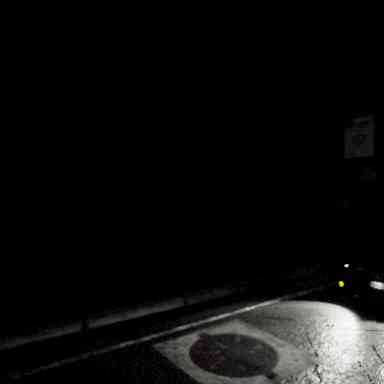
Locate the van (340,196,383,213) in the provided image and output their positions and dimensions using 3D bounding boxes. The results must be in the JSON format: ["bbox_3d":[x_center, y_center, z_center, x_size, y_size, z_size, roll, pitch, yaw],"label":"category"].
[{"bbox_3d":[20.602,1.476,40.381,1.878,1.987,4.442,2,-1,-35],"label":"van"}]

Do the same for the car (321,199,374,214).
[{"bbox_3d":[18.138,1.620,39.019,1.946,1.575,5.366,2,-1,-35],"label":"car"}]

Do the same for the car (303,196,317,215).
[{"bbox_3d":[9.118,1.385,32.432,2.231,1.521,4.892,1,-1,-35],"label":"car"}]

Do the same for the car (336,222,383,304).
[{"bbox_3d":[4.985,1.494,7.140,4.181,1.385,1.994,0,0,-35],"label":"car"}]

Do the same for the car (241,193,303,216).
[{"bbox_3d":[6.958,1.092,30.871,2.435,2.045,5.566,1,-1,-35],"label":"car"}]

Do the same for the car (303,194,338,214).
[{"bbox_3d":[11.412,1.179,34.031,2.435,2.045,5.566,1,-1,-35],"label":"car"}]

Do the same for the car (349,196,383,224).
[{"bbox_3d":[12.252,1.206,19.658,2.185,1.767,4.553,1,-1,-35],"label":"car"}]

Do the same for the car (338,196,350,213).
[{"bbox_3d":[15.961,1.552,37.490,1.946,1.575,5.366,2,-1,-35],"label":"car"}]
